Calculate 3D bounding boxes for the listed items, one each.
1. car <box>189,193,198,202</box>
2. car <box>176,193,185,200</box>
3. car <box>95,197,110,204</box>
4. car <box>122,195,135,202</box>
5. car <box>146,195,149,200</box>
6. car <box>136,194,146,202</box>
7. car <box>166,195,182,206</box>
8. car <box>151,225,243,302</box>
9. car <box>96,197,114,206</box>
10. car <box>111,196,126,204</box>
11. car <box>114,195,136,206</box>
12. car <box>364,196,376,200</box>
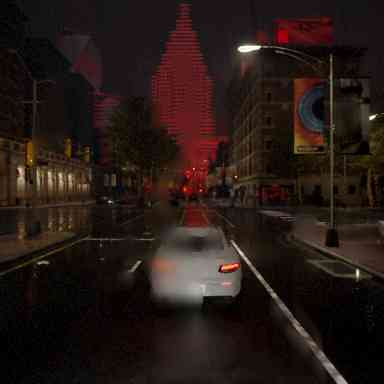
[{"bbox_3d":[0.379,1.355,78.618,2.097,1.767,4.553,0,0,0],"label":"car"},{"bbox_3d":[-3.067,1.225,90.226,2.150,2.045,5.566,0,0,0],"label":"car"},{"bbox_3d":[-17.930,1.595,66.904,1.895,1.301,4.718,0,0,0],"label":"car"},{"bbox_3d":[-14.633,1.478,76.772,1.882,1.535,5.008,0,0,0],"label":"car"},{"bbox_3d":[-11.132,1.355,76.787,2.097,1.767,4.553,0,0,0],"label":"car"},{"bbox_3d":[-11.201,1.547,66.567,2.033,1.411,5.357,0,0,1],"label":"car"},{"bbox_3d":[-3.150,1.564,54.408,1.994,1.385,4.181,0,0,0],"label":"car"},{"bbox_3d":[0.115,1.526,8.149,1.812,1.442,4.674,0,0,1],"label":"car"},{"bbox_3d":[-14.812,1.547,56.819,2.033,1.411,5.357,0,0,0],"label":"car"},{"bbox_3d":[-14.699,1.505,66.358,1.837,1.490,4.892,0,0,1],"label":"car"},{"bbox_3d":[-11.313,1.478,56.753,1.882,1.535,5.008,0,0,0],"label":"car"},{"bbox_3d":[34.771,1.481,68.044,2.231,1.521,4.892,0,0,0],"label":"car"}]
